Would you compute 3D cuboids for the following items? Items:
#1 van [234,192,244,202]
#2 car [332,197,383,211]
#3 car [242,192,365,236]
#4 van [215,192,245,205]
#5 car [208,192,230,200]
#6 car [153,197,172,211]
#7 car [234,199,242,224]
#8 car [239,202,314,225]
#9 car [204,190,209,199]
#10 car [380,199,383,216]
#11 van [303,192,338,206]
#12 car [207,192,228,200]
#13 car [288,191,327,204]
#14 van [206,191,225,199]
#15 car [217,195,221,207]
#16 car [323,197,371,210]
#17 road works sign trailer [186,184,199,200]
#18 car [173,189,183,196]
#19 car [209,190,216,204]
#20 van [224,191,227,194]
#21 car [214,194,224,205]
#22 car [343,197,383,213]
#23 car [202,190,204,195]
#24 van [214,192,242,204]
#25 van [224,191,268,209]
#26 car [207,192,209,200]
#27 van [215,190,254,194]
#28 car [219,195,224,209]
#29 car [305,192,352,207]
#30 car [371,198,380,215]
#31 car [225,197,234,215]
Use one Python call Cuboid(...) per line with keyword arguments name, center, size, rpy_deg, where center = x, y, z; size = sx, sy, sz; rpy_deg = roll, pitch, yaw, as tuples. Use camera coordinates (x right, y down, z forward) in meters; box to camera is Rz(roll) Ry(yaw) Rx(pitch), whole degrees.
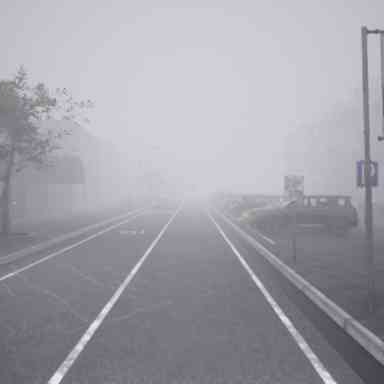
Cuboid(name="van", center=(5.846, 1.181, 25.894), size=(4.442, 1.987, 1.878), rpy_deg=(0, 0, 0))
Cuboid(name="car", center=(18.766, 1.385, 37.799), size=(4.792, 1.488, 2.163), rpy_deg=(0, 0, 0))
Cuboid(name="car", center=(5.711, 1.182, 17.484), size=(5.566, 2.045, 2.435), rpy_deg=(0, 0, 0))
Cuboid(name="van", center=(5.816, 1.002, 51.131), size=(4.442, 1.987, 1.878), rpy_deg=(0, 1, 0))
Cuboid(name="car", center=(5.646, 0.885, 70.753), size=(4.553, 1.767, 2.185), rpy_deg=(0, 1, 0))
Cuboid(name="car", center=(-3.336, 1.339, 38.344), size=(1.837, 1.490, 4.892), rpy_deg=(0, 0, 0))
Cuboid(name="car", center=(5.551, 1.421, 20.288), size=(5.366, 1.575, 1.946), rpy_deg=(0, 0, 0))
Cuboid(name="car", center=(5.735, 1.456, 23.092), size=(4.674, 1.452, 2.002), rpy_deg=(0, 0, 0))
Cuboid(name="car", center=(5.655, 0.821, 65.146), size=(5.566, 2.045, 2.435), rpy_deg=(0, 1, 0))
Cuboid(name="car", center=(18.779, 1.153, 26.696), size=(5.566, 2.045, 2.435), rpy_deg=(0, 0, 0))
Cuboid(name="van", center=(18.899, 1.027, 48.907), size=(4.442, 1.987, 1.878), rpy_deg=(0, 1, 0))
Cuboid(name="car", center=(5.642, 0.854, 73.557), size=(4.553, 1.767, 2.185), rpy_deg=(0, 1, 0))
Cuboid(name="car", center=(18.804, 0.940, 54.457), size=(5.566, 2.045, 2.435), rpy_deg=(0, 1, 0))
Cuboid(name="van", center=(5.550, 0.691, 79.162), size=(4.442, 1.987, 1.878), rpy_deg=(0, 1, 0))
Cuboid(name="car", center=(5.710, 1.378, 39.918), size=(4.674, 1.452, 2.002), rpy_deg=(0, 0, 0))
Cuboid(name="car", center=(18.821, 1.362, 40.582), size=(4.792, 1.488, 2.163), rpy_deg=(0, 1, 0))
Cuboid(name="road works sign trailer", center=(0.005, -0.002, 70.849), size=(2.380, 3.560, 2.880), rpy_deg=(0, 1, 1))
Cuboid(name="car", center=(-3.235, 0.286, 78.996), size=(2.150, 2.045, 5.566), rpy_deg=(0, 1, 0))
Cuboid(name="car", center=(5.675, 1.008, 48.326), size=(5.566, 2.045, 2.435), rpy_deg=(0, 1, 0))
Cuboid(name="van", center=(5.836, 1.147, 34.306), size=(4.442, 1.987, 1.878), rpy_deg=(0, 0, 0))
Cuboid(name="car", center=(5.716, 1.315, 42.721), size=(4.892, 1.521, 2.231), rpy_deg=(0, 0, 0))
Cuboid(name="car", center=(18.983, 1.367, 35.027), size=(5.366, 1.575, 1.946), rpy_deg=(0, 0, 0))
Cuboid(name="car", center=(5.658, 0.886, 81.967), size=(5.008, 1.535, 2.097), rpy_deg=(0, 1, 0))
Cuboid(name="van", center=(5.813, 0.971, 53.934), size=(4.442, 1.987, 1.878), rpy_deg=(0, 1, 0))
Cuboid(name="van", center=(5.606, 1.161, 31.504), size=(4.442, 1.987, 1.878), rpy_deg=(0, 0, 0))
Cuboid(name="car", center=(5.684, 1.143, 62.346), size=(4.674, 1.452, 2.002), rpy_deg=(0, 1, 0))
Cuboid(name="van", center=(5.823, 1.064, 45.526), size=(4.442, 1.987, 1.878), rpy_deg=(0, 0, 0))
Cuboid(name="car", center=(5.745, 1.389, 37.110), size=(4.792, 1.488, 2.163), rpy_deg=(0, 0, 0))
Cuboid(name="car", center=(18.814, 1.032, 46.131), size=(5.566, 2.045, 2.435), rpy_deg=(0, 1, 0))
Cuboid(name="car", center=(18.799, 1.396, 29.472), size=(4.892, 1.521, 2.231), rpy_deg=(0, 0, 0))
Cuboid(name="car", center=(5.721, 1.397, 28.698), size=(5.008, 1.535, 2.097), rpy_deg=(0, 0, 0))
